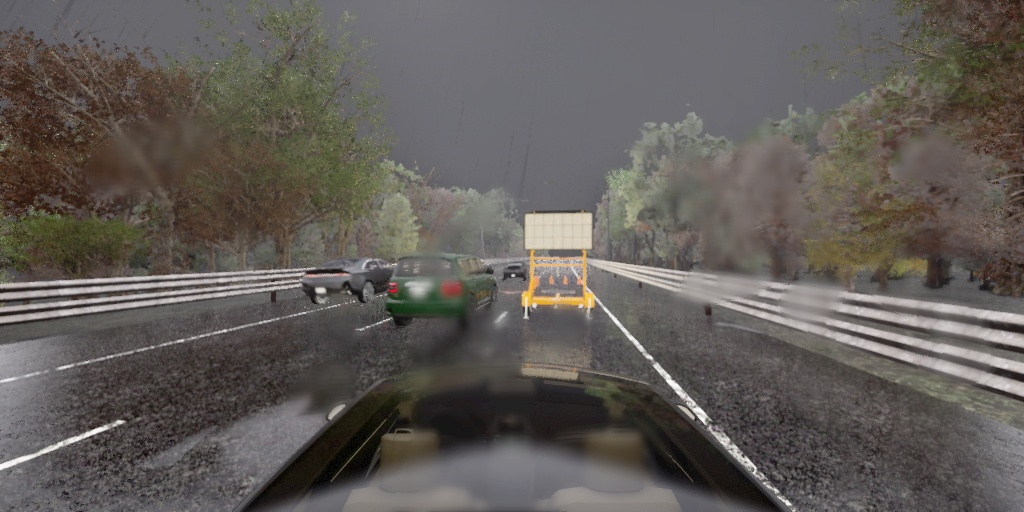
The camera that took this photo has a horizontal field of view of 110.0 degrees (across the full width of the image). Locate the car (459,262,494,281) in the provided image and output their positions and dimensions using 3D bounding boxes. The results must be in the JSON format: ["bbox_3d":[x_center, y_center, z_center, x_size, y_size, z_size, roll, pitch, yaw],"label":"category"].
[{"bbox_3d":[-2.948,1.267,30.615,1.994,1.385,4.181,0,0,8],"label":"car"}]

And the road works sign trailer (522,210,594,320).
[{"bbox_3d":[1.630,0.200,12.665,2.380,3.560,2.880,0,0,8],"label":"road works sign trailer"}]

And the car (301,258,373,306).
[{"bbox_3d":[-5.319,0.820,12.923,2.128,1.511,4.902,-2,-1,7],"label":"car"}]

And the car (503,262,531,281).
[{"bbox_3d":[0.441,1.211,29.649,1.837,1.490,4.892,0,0,8],"label":"car"}]

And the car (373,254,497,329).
[{"bbox_3d":[-1.931,0.957,11.438,2.150,2.045,5.566,0,0,8],"label":"car"}]
